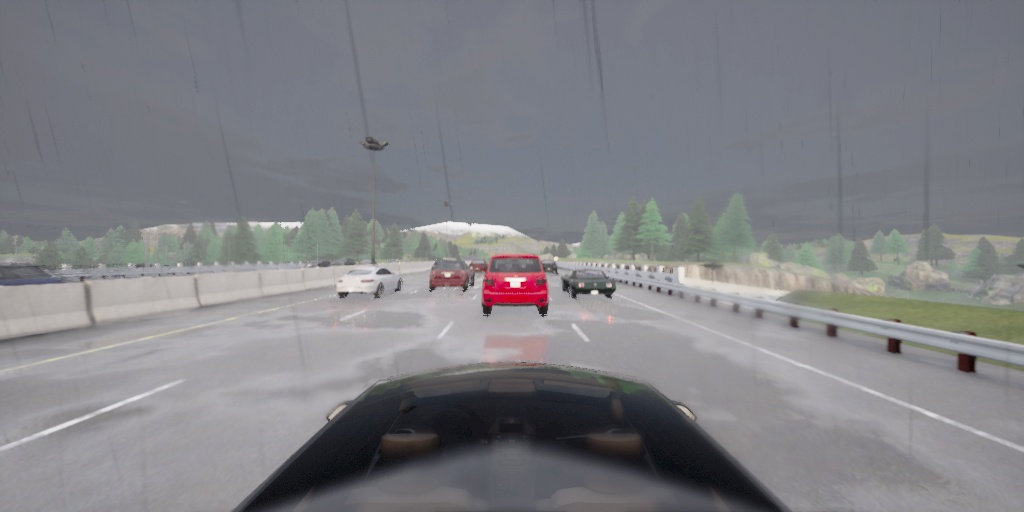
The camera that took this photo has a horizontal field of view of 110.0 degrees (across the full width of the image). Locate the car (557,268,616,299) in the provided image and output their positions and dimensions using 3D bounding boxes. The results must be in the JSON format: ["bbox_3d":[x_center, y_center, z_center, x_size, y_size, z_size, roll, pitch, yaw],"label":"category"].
[{"bbox_3d":[3.601,1.290,17.797,1.895,1.301,4.718,0,0,0],"label":"car"}]

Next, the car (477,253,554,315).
[{"bbox_3d":[0.101,0.928,13.387,2.150,2.045,5.566,0,0,0],"label":"car"}]

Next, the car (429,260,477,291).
[{"bbox_3d":[-3.399,1.029,21.071,2.097,1.767,4.553,0,0,0],"label":"car"}]

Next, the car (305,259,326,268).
[{"bbox_3d":[-28.056,1.201,52.114,2.128,1.511,4.902,0,-1,0],"label":"car"}]

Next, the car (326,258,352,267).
[{"bbox_3d":[-24.557,1.062,52.241,2.097,1.767,4.553,0,-1,0],"label":"car"}]

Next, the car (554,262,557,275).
[{"bbox_3d":[3.602,1.111,37.482,1.882,1.535,5.008,0,0,0],"label":"car"}]

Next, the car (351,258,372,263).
[{"bbox_3d":[-21.061,1.235,52.162,1.812,1.442,4.674,0,-1,0],"label":"car"}]

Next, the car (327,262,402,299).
[{"bbox_3d":[-6.906,1.216,17.675,1.812,1.442,4.674,0,0,0],"label":"car"}]

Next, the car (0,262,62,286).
[{"bbox_3d":[-17.600,1.066,11.297,2.097,1.767,4.553,0,0,0],"label":"car"}]
